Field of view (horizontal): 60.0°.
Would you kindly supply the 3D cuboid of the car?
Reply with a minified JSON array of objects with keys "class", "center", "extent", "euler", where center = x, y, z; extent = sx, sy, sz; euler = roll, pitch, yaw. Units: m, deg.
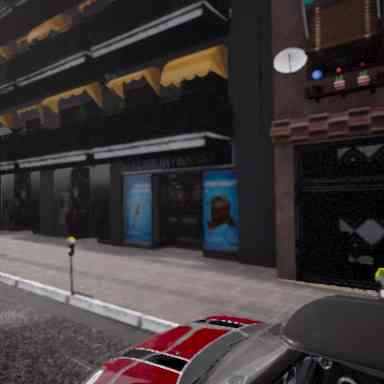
[{"class":"car","center":[0.992,1.440,2.048],"extent":[4.097,1.590,1.967],"euler":[0,-1,36]}]
